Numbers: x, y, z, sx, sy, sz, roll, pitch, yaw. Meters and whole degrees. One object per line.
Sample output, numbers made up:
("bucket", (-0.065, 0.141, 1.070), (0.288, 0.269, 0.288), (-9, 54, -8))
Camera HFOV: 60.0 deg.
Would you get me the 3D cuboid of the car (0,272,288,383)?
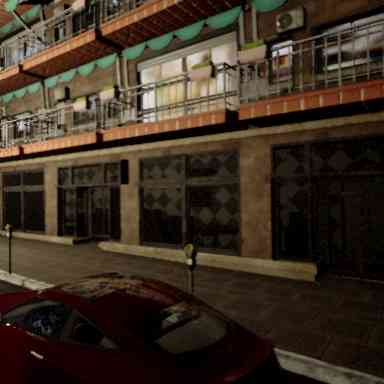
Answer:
("car", (-1.096, 1.581, 3.669), (4.206, 1.307, 1.802), (0, -1, 36))
